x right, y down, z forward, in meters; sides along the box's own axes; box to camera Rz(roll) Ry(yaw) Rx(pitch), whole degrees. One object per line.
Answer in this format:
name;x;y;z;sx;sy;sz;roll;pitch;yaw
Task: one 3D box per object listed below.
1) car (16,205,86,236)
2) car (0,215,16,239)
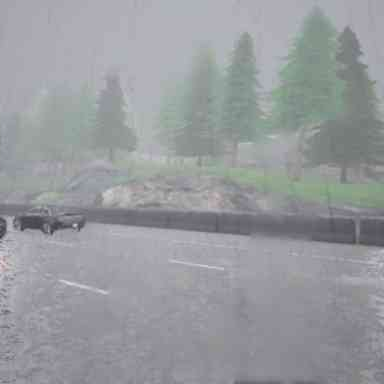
car;-7.879;1.465;18.215;4.902;1.511;2.128;0;0;36
car;-10.695;1.477;15.925;4.892;1.490;1.837;0;0;36
